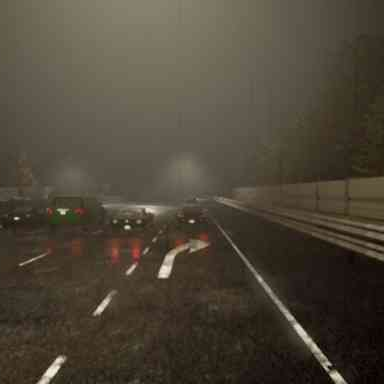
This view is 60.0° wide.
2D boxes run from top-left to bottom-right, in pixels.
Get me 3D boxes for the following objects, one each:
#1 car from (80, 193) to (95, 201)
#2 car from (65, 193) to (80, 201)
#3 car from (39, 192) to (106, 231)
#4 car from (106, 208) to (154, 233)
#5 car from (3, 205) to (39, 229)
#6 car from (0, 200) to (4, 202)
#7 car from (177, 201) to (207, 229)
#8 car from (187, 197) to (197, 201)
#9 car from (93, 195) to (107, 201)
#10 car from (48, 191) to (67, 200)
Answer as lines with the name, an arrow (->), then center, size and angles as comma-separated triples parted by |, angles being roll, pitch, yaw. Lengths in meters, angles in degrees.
car -> -24.513, 1.157, 78.094 | 2.097, 1.767, 4.553 | 0, 0, 0
car -> -28.013, 1.157, 78.093 | 2.097, 1.767, 4.553 | 0, 0, 0
car -> -6.901, 1.207, 20.457 | 2.150, 2.045, 5.566 | 0, 0, 0
car -> -3.401, 1.586, 19.736 | 1.895, 1.301, 4.718 | 0, 0, 0
car -> -10.401, 1.549, 21.708 | 1.994, 1.385, 4.181 | 0, 0, 0
car -> -21.091, 1.514, 34.987 | 1.812, 1.442, 4.674 | 0, 0, 0
car -> -0.006, 1.510, 21.347 | 1.812, 1.442, 4.674 | 0, 0, 0
car -> -0.012, 1.603, 67.957 | 1.994, 1.385, 4.181 | 0, 0, 0
car -> -21.012, 1.296, 75.885 | 1.994, 1.385, 4.181 | 0, 0, 0
car -> -31.513, 0.903, 78.014 | 2.150, 2.045, 5.566 | 0, 0, 0
